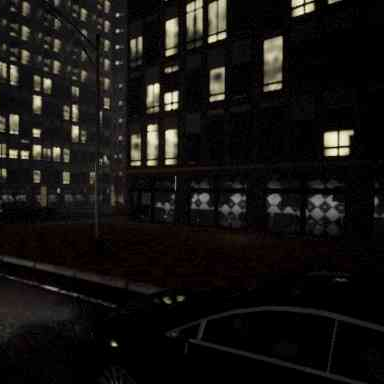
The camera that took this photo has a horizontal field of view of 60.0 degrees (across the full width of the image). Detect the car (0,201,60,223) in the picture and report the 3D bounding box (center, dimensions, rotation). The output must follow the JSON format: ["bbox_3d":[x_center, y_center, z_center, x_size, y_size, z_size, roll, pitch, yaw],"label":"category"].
[{"bbox_3d":[-14.517,1.755,29.806,2.192,1.841,5.009,0,-1,36],"label":"car"}]

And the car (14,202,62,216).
[{"bbox_3d":[-18.011,1.945,39.181,1.752,1.417,4.829,0,-1,36],"label":"car"}]

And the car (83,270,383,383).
[{"bbox_3d":[1.057,1.497,2.927,4.902,1.511,2.128,-1,0,35],"label":"car"}]

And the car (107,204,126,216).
[{"bbox_3d":[-7.714,2.064,39.014,1.752,1.417,4.829,0,-1,36],"label":"car"}]
